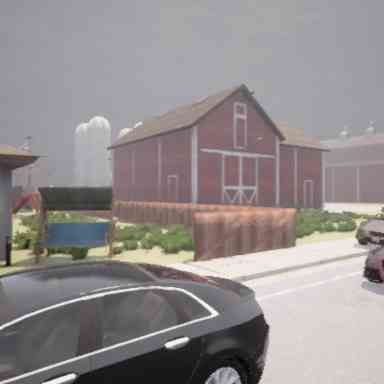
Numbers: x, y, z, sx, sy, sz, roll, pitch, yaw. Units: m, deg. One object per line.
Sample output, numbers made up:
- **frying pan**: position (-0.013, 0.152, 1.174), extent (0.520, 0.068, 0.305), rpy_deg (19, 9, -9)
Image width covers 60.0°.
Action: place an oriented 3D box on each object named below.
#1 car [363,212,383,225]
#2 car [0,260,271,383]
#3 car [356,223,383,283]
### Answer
- **car**: position (8.447, 1.487, 13.545), extent (4.193, 1.474, 1.816), rpy_deg (0, 6, -38)
- **car**: position (-1.380, 1.508, 3.006), extent (4.892, 1.490, 1.837), rpy_deg (1, 0, -36)
- **car**: position (6.158, 1.585, 8.377), extent (4.181, 1.385, 1.994), rpy_deg (0, 0, -35)
